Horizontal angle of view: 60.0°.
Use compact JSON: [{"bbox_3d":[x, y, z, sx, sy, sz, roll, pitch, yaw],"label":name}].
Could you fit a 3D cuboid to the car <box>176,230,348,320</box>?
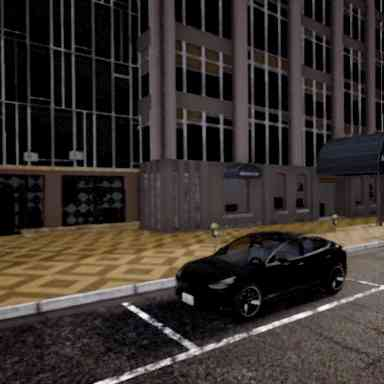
[{"bbox_3d":[1.698,1.569,7.319,4.313,1.339,1.947,0,-1,-35],"label":"car"}]
